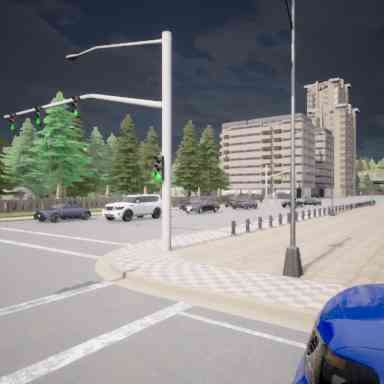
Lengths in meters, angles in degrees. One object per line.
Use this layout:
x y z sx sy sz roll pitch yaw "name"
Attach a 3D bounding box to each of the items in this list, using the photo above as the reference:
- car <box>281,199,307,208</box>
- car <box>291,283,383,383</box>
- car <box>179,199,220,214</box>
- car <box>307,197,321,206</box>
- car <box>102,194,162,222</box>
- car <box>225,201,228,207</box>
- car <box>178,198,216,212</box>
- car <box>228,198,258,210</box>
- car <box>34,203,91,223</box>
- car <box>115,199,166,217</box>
14.446 1.600 47.568 1.895 1.301 4.718 0 0 35 "car"
3.361 1.222 1.569 5.566 2.045 2.150 0 0 36 "car"
1.120 1.490 35.239 2.128 1.511 4.902 0 0 36 "car"
20.229 1.562 55.678 1.994 1.385 4.181 0 0 35 "car"
-4.644 1.220 27.159 2.150 2.045 5.566 0 0 35 "car"
6.526 1.562 48.791 1.994 1.385 4.181 0 0 36 "car"
0.702 1.546 40.682 2.033 1.411 5.357 0 0 36 "car"
6.945 1.562 43.382 1.994 1.385 4.181 0 0 36 "car"
-9.937 1.562 25.765 1.994 1.385 4.181 0 0 35 "car"
-4.974 1.489 32.725 2.128 1.511 4.902 0 0 35 "car"
